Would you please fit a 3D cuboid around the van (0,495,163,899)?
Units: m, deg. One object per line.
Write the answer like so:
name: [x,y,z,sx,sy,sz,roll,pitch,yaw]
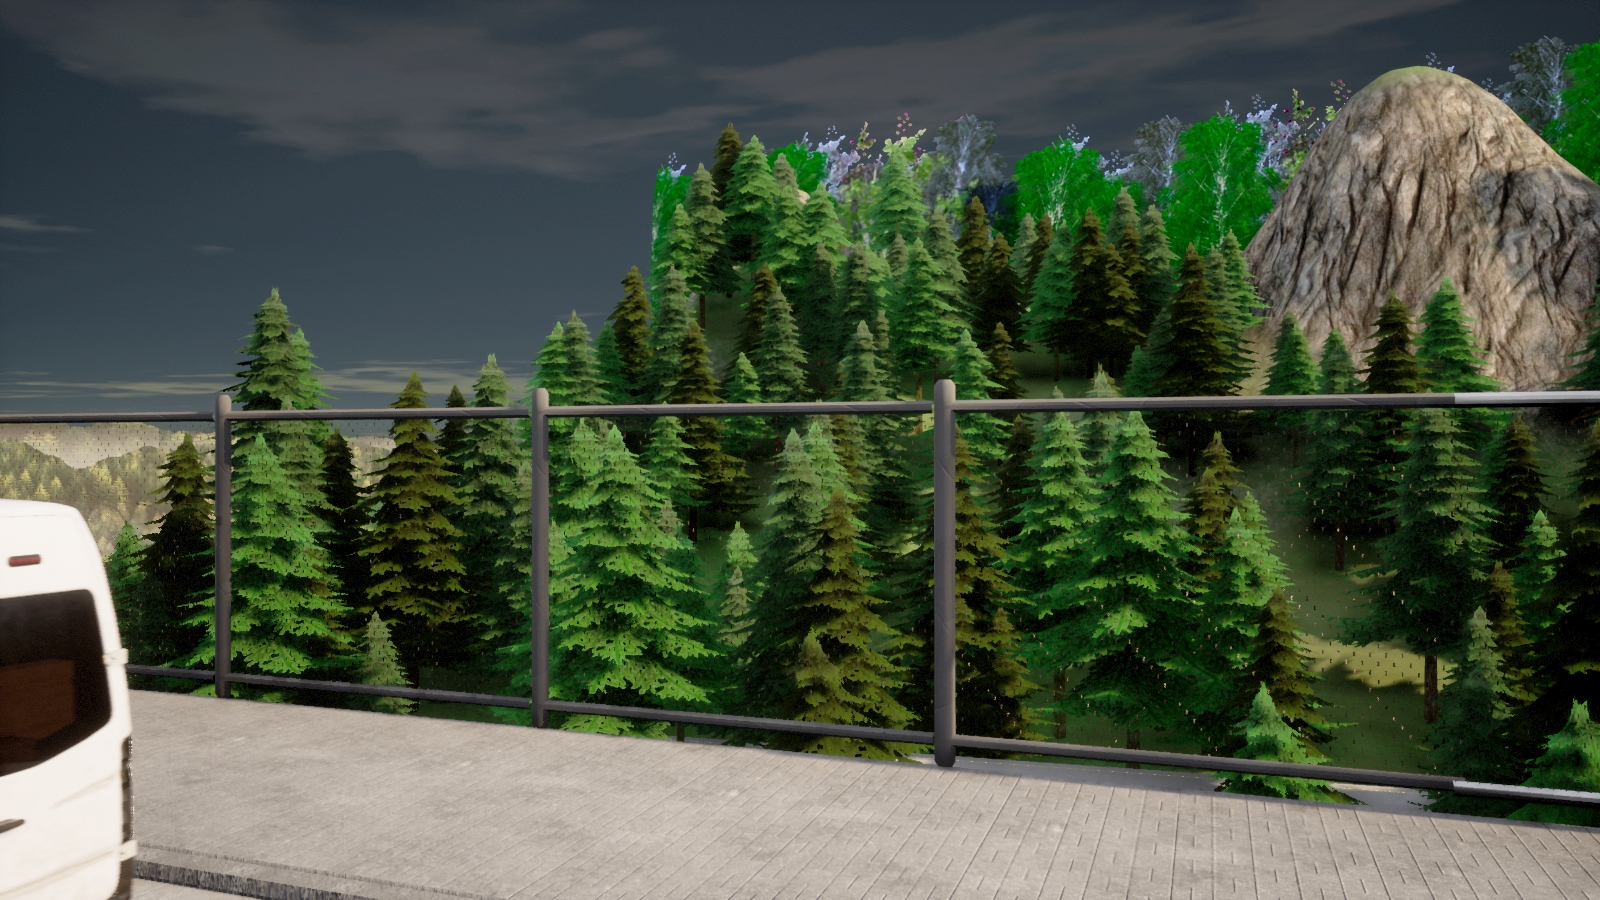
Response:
van: [-6.500,1.534,6.110,5.915,2.561,1.988,0,0,20]
